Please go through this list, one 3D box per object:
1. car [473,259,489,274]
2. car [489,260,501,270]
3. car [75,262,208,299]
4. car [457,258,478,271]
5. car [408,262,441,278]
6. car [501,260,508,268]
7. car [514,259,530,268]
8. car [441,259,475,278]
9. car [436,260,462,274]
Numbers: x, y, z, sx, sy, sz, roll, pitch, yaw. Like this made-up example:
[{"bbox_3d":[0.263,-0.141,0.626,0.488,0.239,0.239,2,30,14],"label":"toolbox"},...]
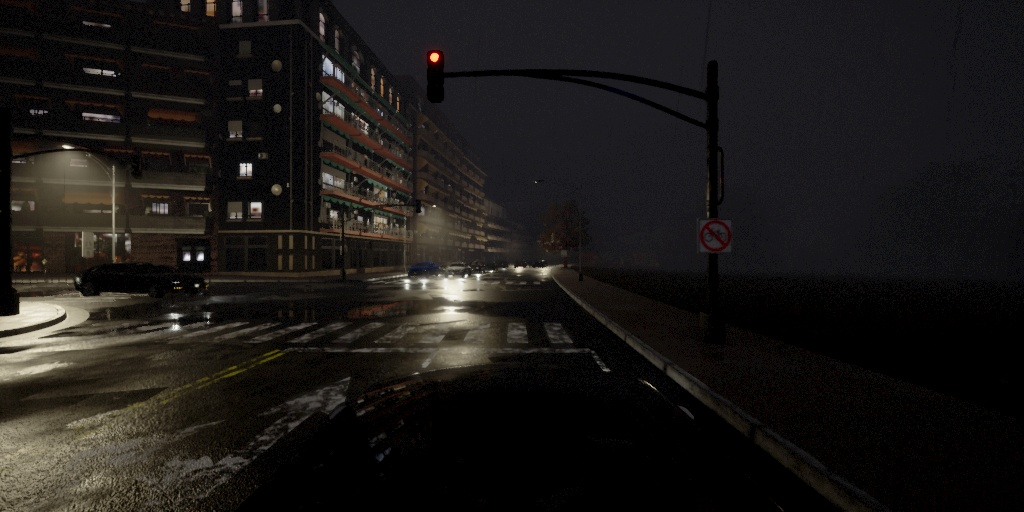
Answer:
[{"bbox_3d":[-4.437,1.350,43.995,1.837,1.490,4.892,0,0,6],"label":"car"},{"bbox_3d":[-3.318,1.449,53.916,1.994,1.385,4.181,0,0,8],"label":"car"},{"bbox_3d":[-16.193,1.022,15.781,4.892,1.490,1.837,1,-1,3],"label":"car"},{"bbox_3d":[-6.580,1.236,54.024,2.097,1.767,4.553,0,0,7],"label":"car"},{"bbox_3d":[-8.515,1.287,34.818,1.882,1.535,5.008,0,0,4],"label":"car"},{"bbox_3d":[-1.893,1.413,64.282,1.882,1.535,5.008,0,0,9],"label":"car"},{"bbox_3d":[1.528,1.489,64.987,2.033,1.411,5.357,0,0,9],"label":"car"},{"bbox_3d":[-5.230,1.336,35.142,1.812,1.442,4.674,0,0,5],"label":"car"},{"bbox_3d":[-7.667,1.323,44.350,1.882,1.535,5.008,0,0,6],"label":"car"}]
